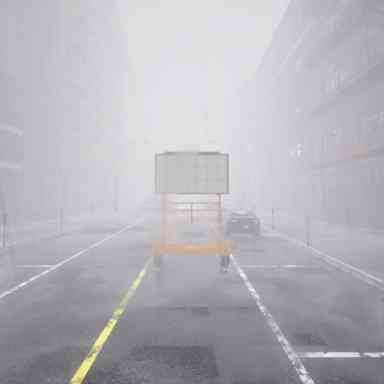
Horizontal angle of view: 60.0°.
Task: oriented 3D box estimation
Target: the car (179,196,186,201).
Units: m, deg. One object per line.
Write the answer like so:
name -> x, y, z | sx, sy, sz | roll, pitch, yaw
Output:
car -> -2.707, 1.791, 90.472 | 1.812, 1.442, 4.674 | 0, 0, 0

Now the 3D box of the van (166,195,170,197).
van -> -5.264, 1.459, 57.069 | 1.690, 1.788, 3.998 | 2, 0, 0

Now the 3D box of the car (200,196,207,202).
car -> 2.605, 1.634, 45.943 | 2.008, 1.369, 4.403 | 1, 0, 0

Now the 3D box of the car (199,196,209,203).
car -> 2.629, 1.625, 73.597 | 1.967, 1.590, 4.097 | 1, 0, 0

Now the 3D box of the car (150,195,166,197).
car -> -5.268, 1.399, 46.010 | 2.192, 1.841, 5.009 | 2, 0, 0

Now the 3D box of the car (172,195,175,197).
car -> -5.256, 1.501, 73.661 | 2.192, 1.841, 5.009 | 1, 0, 0

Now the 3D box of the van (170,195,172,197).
van -> -5.262, 1.480, 62.601 | 1.690, 1.788, 3.998 | 1, 0, 0

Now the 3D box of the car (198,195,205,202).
car -> 2.614, 1.684, 62.535 | 1.887, 1.381, 4.507 | 1, 0, 0

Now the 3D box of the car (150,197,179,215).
car -> -2.832, 1.602, 35.056 | 2.033, 1.411, 5.357 | 0, 0, 0

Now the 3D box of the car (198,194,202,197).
car -> 2.616, 1.706, 68.064 | 1.887, 1.381, 4.507 | 1, 0, 0

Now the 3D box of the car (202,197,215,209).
car -> 2.603, 1.613, 40.411 | 1.887, 1.381, 4.507 | 1, 0, 0

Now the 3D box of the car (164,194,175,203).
car -> -5.253, 1.525, 79.191 | 2.192, 1.841, 5.009 | 1, 0, 0

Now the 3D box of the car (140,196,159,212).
car -> -5.277, 1.594, 40.308 | 1.752, 1.417, 4.829 | 2, 0, 0

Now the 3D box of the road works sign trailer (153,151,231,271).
road works sign trailer -> -0.005, 0.474, 10.978 | 2.380, 3.560, 2.880 | 0, 0, 0

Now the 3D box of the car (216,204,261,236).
car -> 2.593, 1.565, 18.289 | 1.887, 1.381, 4.507 | 1, 0, 0

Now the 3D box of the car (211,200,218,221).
car -> 2.596, 1.555, 23.991 | 1.752, 1.417, 4.829 | 1, 0, 0

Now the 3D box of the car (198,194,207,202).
car -> 2.595, 1.551, 84.659 | 2.192, 1.841, 5.009 | 1, 0, 0
